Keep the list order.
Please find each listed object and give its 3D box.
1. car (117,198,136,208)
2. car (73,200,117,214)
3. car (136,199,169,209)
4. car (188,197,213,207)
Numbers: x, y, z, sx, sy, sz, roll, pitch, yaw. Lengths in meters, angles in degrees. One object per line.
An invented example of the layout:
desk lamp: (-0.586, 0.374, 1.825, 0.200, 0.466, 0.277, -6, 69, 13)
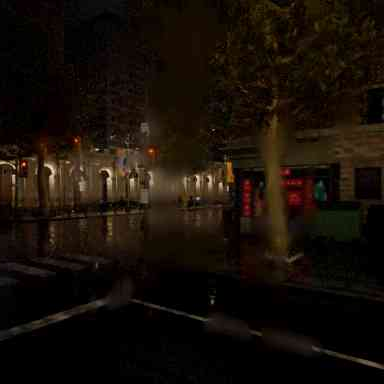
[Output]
car: (-10.214, 1.595, 47.895, 1.895, 1.301, 4.718, 0, 0, 36)
car: (-10.674, 1.564, 35.884, 1.994, 1.385, 4.181, 0, 0, 36)
car: (-4.913, 1.564, 43.889, 1.994, 1.385, 4.181, 0, 0, 35)
car: (1.339, 1.547, 52.533, 2.033, 1.411, 5.357, 0, 0, 36)
